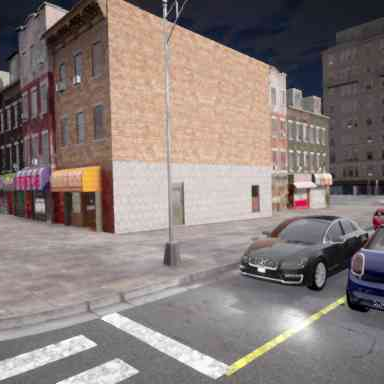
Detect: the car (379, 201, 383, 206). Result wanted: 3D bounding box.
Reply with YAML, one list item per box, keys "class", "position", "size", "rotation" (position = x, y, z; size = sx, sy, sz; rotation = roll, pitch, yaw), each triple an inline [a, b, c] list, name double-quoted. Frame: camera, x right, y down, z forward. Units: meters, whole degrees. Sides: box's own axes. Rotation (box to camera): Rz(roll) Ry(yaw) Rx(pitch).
- class: "car"
  position: [11.011, 1.005, 16.769]
  size: [5.566, 2.045, 2.150]
  rotation: [-1, 1, -45]

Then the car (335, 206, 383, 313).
- class: "car"
  position: [4.868, 1.277, 6.616]
  size: [4.553, 1.767, 2.097]
  rotation: [-1, 1, -45]

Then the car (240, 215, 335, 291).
- class: "car"
  position: [3.238, 1.429, 9.016]
  size: [1.837, 1.490, 4.892]
  rotation: [0, 1, 45]
